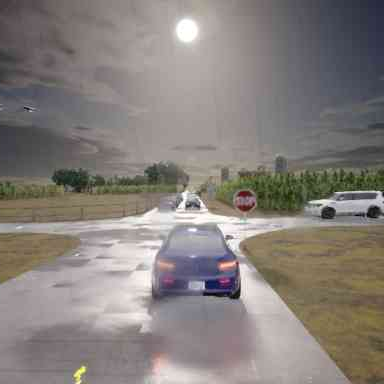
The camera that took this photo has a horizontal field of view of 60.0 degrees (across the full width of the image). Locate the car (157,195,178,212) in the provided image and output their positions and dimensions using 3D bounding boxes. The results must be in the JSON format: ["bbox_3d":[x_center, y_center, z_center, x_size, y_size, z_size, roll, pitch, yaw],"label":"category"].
[{"bbox_3d":[-2.807,1.386,37.147,1.837,1.490,4.892,0,0,-2],"label":"car"}]

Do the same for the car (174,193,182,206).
[{"bbox_3d":[-2.863,1.288,46.659,1.882,1.535,5.008,0,0,0],"label":"car"}]

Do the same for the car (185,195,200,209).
[{"bbox_3d":[0.096,1.441,42.709,1.895,1.301,4.718,0,0,0],"label":"car"}]

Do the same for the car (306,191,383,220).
[{"bbox_3d":[11.384,0.956,24.645,5.566,2.045,2.150,-1,0,0],"label":"car"}]

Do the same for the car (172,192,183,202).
[{"bbox_3d":[-2.811,0.978,66.075,2.097,1.767,4.553,0,1,0],"label":"car"}]

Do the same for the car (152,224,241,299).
[{"bbox_3d":[0.089,1.525,8.308,1.812,1.442,4.674,0,0,0],"label":"car"}]

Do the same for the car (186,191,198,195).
[{"bbox_3d":[-0.028,0.813,69.236,2.150,2.045,5.566,0,1,0],"label":"car"}]
